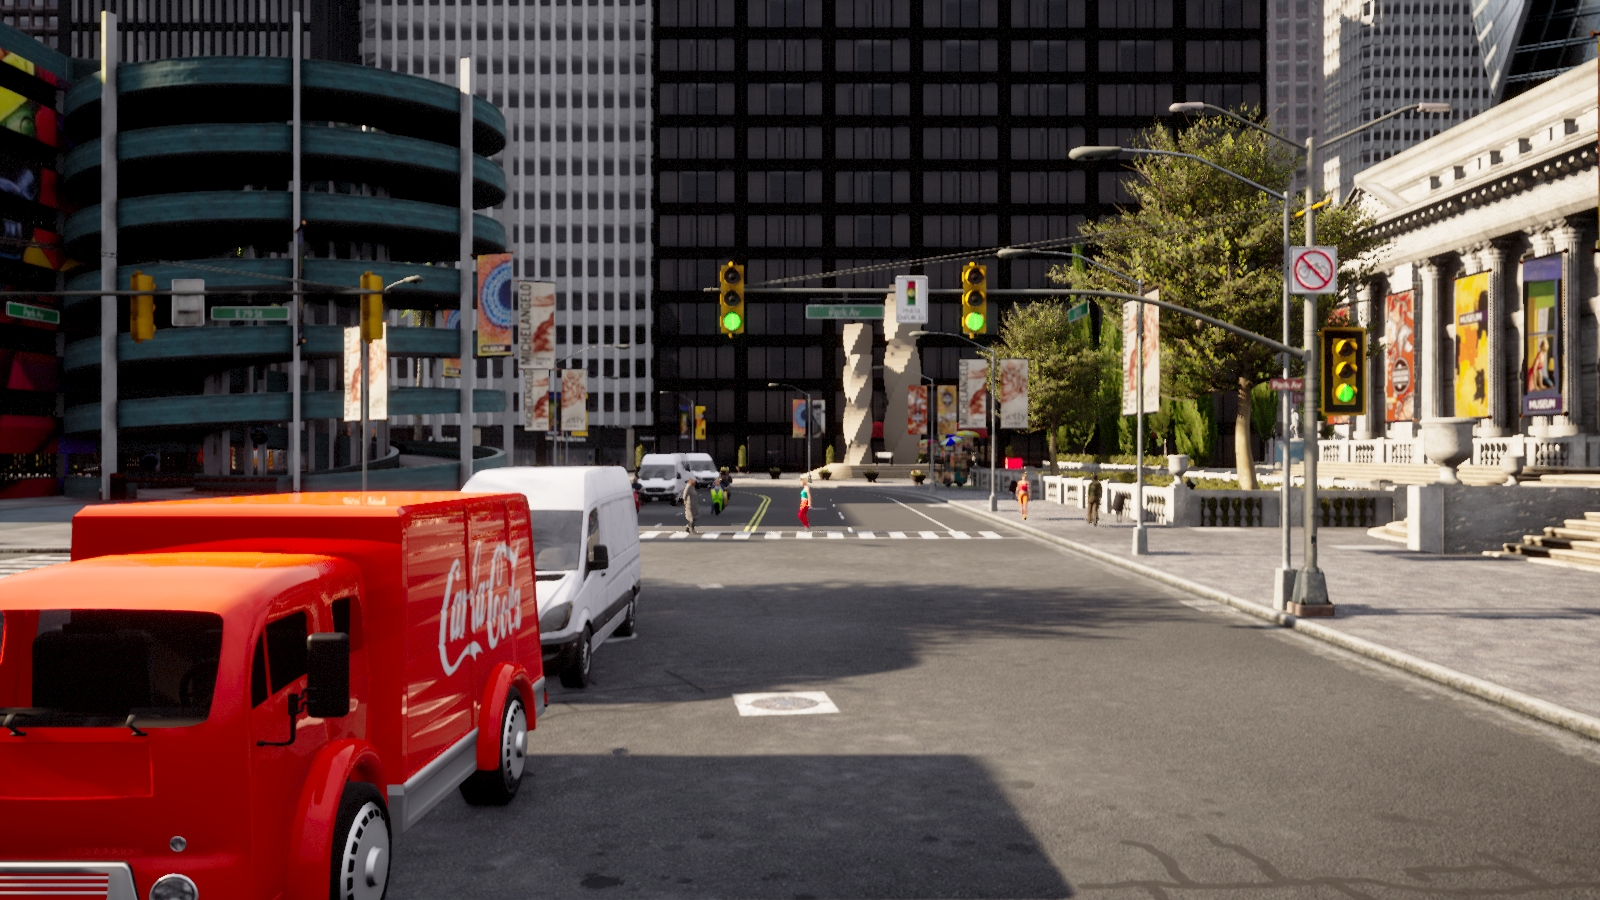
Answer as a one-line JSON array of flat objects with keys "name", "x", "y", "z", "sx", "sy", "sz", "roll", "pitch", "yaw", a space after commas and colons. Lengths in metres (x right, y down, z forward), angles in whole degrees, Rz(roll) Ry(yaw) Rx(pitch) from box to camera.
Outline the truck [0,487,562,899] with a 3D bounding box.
[{"name": "truck", "x": -3.498, "y": 1.566, "z": 7.868, "sx": 2.627, "sy": 2.467, "sz": 5.204, "roll": 0, "pitch": 0, "yaw": 0}]

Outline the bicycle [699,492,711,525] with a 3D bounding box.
[{"name": "bicycle", "x": -3.555, "y": 2.190, "z": 42.953, "sx": 0.329, "sy": 1.171, "sz": 1.835, "roll": 0, "pitch": 0, "yaw": -1}]

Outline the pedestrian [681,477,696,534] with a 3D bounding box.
[{"name": "pedestrian", "x": -3.669, "y": 1.830, "z": 37.593, "sx": 0.375, "sy": 1.860, "sz": 0.375, "roll": 0, "pitch": 0, "yaw": 16}]

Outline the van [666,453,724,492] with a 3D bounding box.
[{"name": "van", "x": -7.200, "y": 1.498, "z": 77.865, "sx": 1.988, "sy": 2.561, "sz": 5.915, "roll": 0, "pitch": 0, "yaw": -26}]

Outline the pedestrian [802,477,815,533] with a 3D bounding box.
[{"name": "pedestrian", "x": 0.272, "y": 1.831, "z": 38.155, "sx": 0.375, "sy": 1.860, "sz": 0.375, "roll": 0, "pitch": 0, "yaw": -8}]

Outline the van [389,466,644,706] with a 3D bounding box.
[{"name": "van", "x": -3.510, "y": 1.527, "z": 15.488, "sx": 1.988, "sy": 2.561, "sz": 5.915, "roll": 0, "pitch": 0, "yaw": 0}]

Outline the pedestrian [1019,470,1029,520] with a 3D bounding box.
[{"name": "pedestrian", "x": 8.362, "y": 1.675, "z": 42.598, "sx": 0.375, "sy": 1.860, "sz": 0.375, "roll": 0, "pitch": 0, "yaw": 11}]

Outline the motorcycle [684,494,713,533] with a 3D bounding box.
[{"name": "motorcycle", "x": -3.469, "y": 2.163, "z": 39.313, "sx": 0.856, "sy": 1.236, "sz": 1.805, "roll": 0, "pitch": 0, "yaw": -1}]

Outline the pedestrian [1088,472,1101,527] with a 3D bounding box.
[{"name": "pedestrian", "x": 10.011, "y": 1.678, "z": 38.865, "sx": 0.375, "sy": 1.860, "sz": 0.375, "roll": 0, "pitch": 0, "yaw": 2}]

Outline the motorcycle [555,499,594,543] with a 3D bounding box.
[{"name": "motorcycle", "x": -6.928, "y": 2.165, "z": 35.240, "sx": 0.856, "sy": 1.236, "sz": 1.805, "roll": 0, "pitch": 0, "yaw": 0}]

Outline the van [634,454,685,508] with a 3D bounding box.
[{"name": "van", "x": -7.115, "y": 1.507, "z": 58.342, "sx": 1.988, "sy": 2.561, "sz": 5.915, "roll": 0, "pitch": 0, "yaw": -1}]
